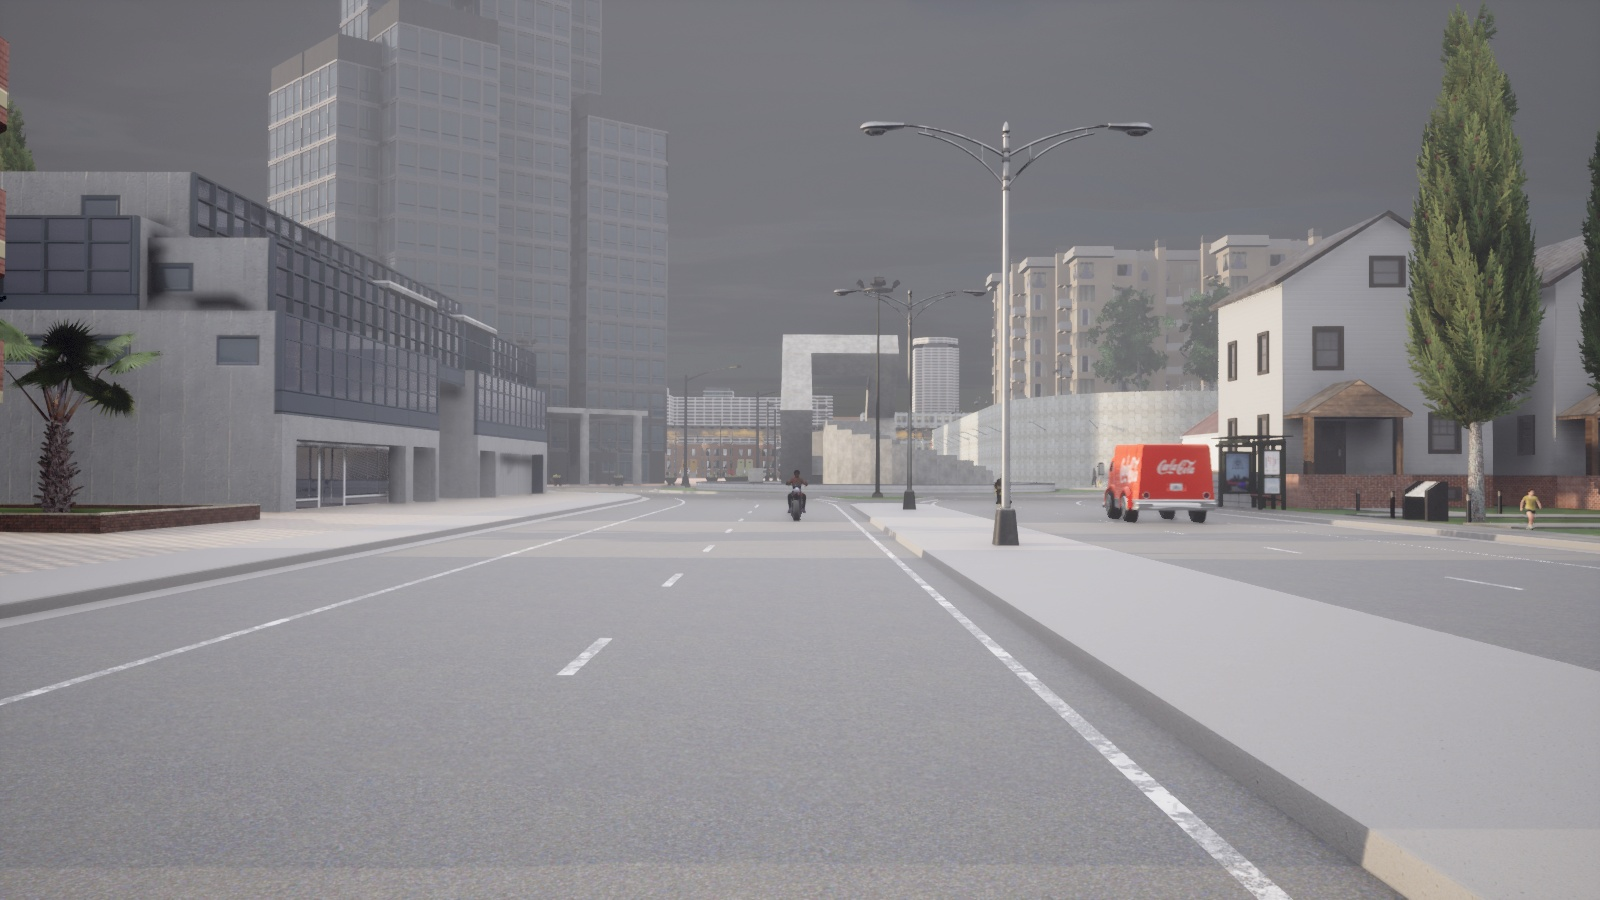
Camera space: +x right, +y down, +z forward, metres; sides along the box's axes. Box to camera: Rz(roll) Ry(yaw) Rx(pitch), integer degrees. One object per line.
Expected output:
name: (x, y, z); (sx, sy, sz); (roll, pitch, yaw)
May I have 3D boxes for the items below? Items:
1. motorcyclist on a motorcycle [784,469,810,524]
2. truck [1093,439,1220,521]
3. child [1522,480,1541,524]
motorcyclist on a motorcycle: (-0.089, 1.424, 39.344); (0.766, 1.649, 2.350); (0, -1, 0)
truck: (11.406, 0.963, 40.659); (2.627, 2.467, 5.204); (0, -1, 0)
child: (18.398, 1.306, 31.600); (0.255, 1.110, 0.394); (0, -1, 6)
